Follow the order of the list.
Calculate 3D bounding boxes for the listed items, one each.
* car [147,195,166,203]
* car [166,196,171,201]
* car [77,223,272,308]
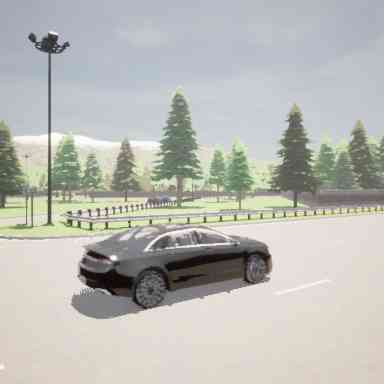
[{"bbox_3d":[-6.612,1.352,59.869,2.097,1.767,4.553,0,0,6],"label":"car"},{"bbox_3d":[-5.648,1.477,69.715,1.882,1.535,5.008,0,0,5],"label":"car"},{"bbox_3d":[-0.168,1.492,7.921,4.902,1.511,2.128,0,0,-35],"label":"car"}]
